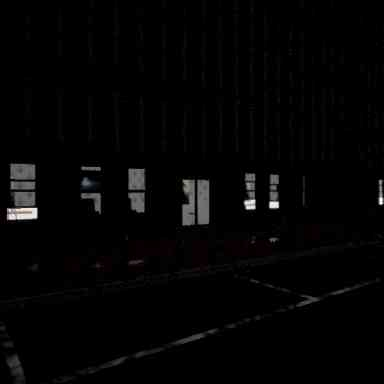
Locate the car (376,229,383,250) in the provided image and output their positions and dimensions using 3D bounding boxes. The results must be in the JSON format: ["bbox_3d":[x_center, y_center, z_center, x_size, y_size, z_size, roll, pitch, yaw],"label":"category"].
[{"bbox_3d":[8.819,1.541,12.851,4.403,1.369,2.008,0,0,-36],"label":"car"}]
